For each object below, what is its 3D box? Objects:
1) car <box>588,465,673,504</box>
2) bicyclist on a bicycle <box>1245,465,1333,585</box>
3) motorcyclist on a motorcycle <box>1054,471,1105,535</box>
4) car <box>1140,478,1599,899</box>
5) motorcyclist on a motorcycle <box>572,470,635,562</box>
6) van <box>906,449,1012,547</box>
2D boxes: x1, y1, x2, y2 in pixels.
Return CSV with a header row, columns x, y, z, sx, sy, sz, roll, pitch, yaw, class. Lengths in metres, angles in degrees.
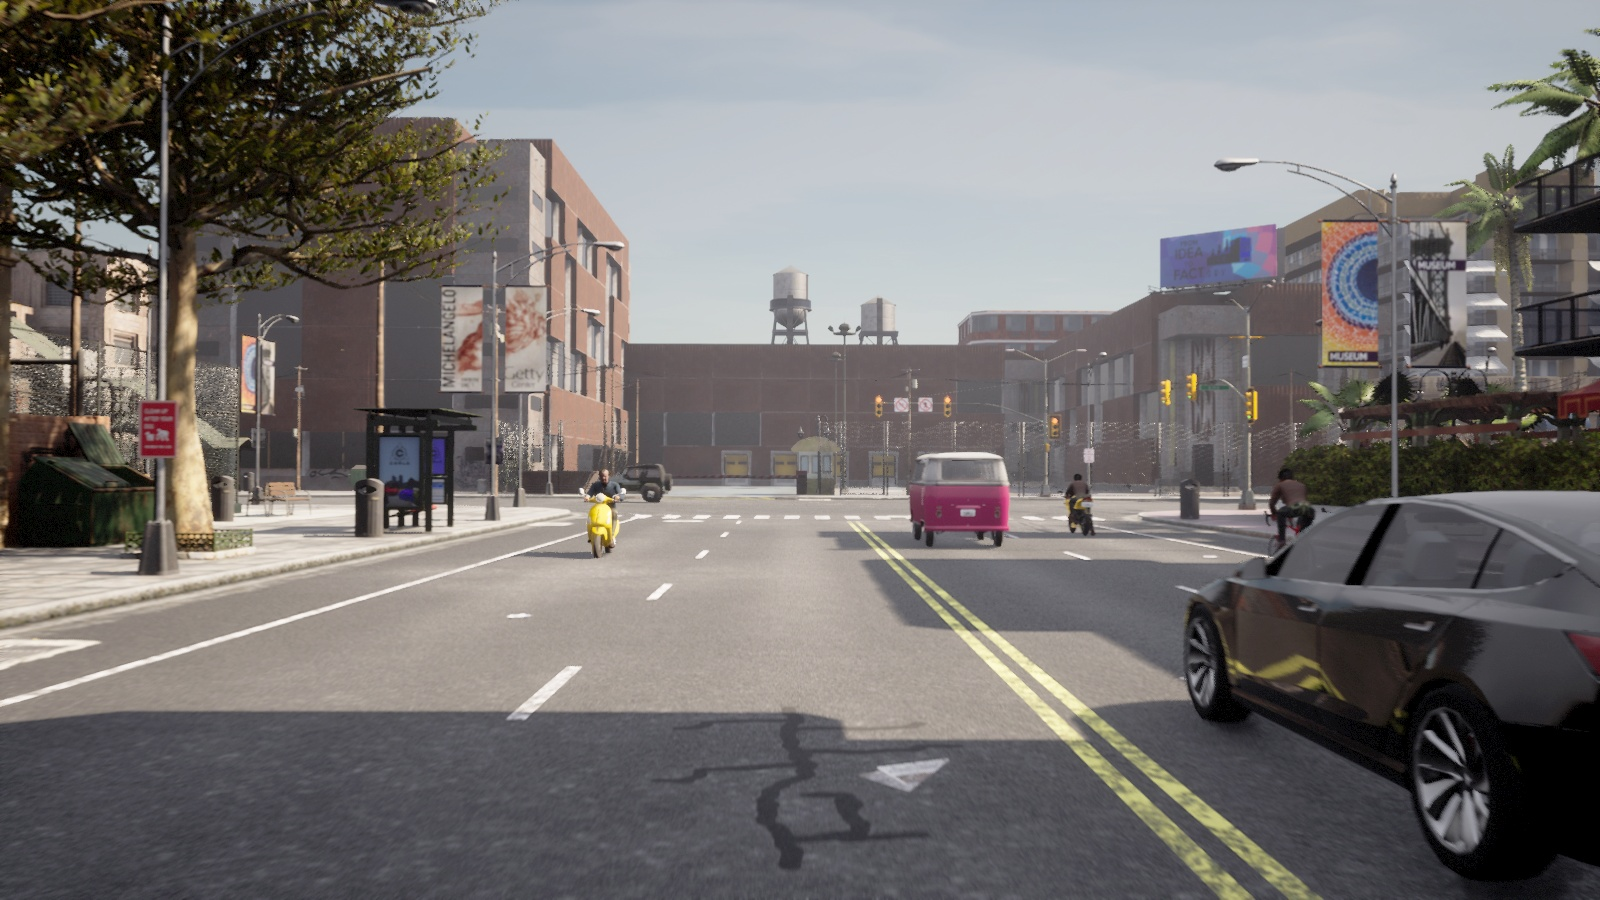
x,y,z,sx,sy,sz,roll,pitch,yaw,class
-8.212,1.665,61.053,3.866,1.878,1.905,0,-1,0,car
6.955,1.040,17.939,0.582,1.620,1.656,0,-1,0,bicyclist on a bicycle
6.925,1.292,31.240,0.797,1.523,2.044,0,-1,0,motorcyclist on a motorcycle
3.484,0.908,6.428,2.163,1.488,4.792,0,-1,0,car
-3.557,1.165,22.835,0.866,1.590,1.817,0,-1,0,motorcyclist on a motorcycle
3.429,1.019,27.816,1.775,1.987,4.442,0,-1,0,van
